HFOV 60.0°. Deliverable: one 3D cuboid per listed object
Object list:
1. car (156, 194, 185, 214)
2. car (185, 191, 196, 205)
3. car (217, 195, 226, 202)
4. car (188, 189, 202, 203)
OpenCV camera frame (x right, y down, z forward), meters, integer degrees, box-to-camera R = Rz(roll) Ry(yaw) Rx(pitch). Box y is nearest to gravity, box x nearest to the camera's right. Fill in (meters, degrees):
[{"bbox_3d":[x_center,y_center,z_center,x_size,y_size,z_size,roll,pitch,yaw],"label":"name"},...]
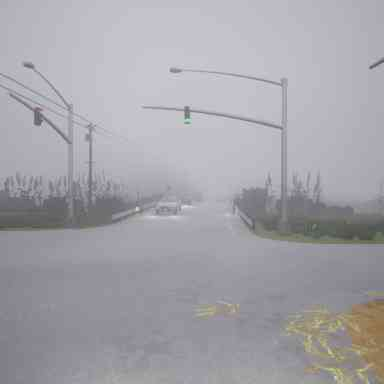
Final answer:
[{"bbox_3d":[-2.098,1.157,30.792,1.812,1.442,4.674,0,3,5],"label":"car"},{"bbox_3d":[-1.074,0.885,40.753,1.994,1.385,4.181,0,1,6],"label":"car"},{"bbox_3d":[6.063,1.377,68.432,1.882,1.535,5.008,0,-1,6],"label":"car"},{"bbox_3d":[0.257,0.584,51.242,2.150,2.045,5.566,0,-1,8],"label":"car"}]
